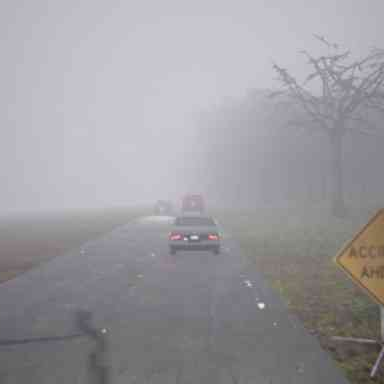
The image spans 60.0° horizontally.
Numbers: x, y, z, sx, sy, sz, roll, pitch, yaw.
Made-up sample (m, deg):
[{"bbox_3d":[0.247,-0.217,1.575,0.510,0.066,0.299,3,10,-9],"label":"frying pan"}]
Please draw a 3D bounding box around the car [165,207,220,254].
[{"bbox_3d":[0.091,1.541,13.389,2.033,1.411,5.357,0,0,0],"label":"car"}]

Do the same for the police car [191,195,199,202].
[{"bbox_3d":[0.817,1.668,84.317,1.930,1.638,5.238,0,-1,0],"label":"police car"}]

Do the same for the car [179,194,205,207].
[{"bbox_3d":[0.094,1.220,32.845,2.150,2.045,5.566,0,0,0],"label":"car"}]

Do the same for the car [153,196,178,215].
[{"bbox_3d":[-2.851,1.492,34.069,2.128,1.511,4.902,0,0,0],"label":"car"}]

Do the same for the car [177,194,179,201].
[{"bbox_3d":[-2.758,1.282,75.675,2.097,1.767,4.553,0,0,0],"label":"car"}]

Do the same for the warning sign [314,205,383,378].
[{"bbox_3d":[2.425,1.113,4.208,1.300,1.860,1.060,-1,-1,0],"label":"warning sign"}]
